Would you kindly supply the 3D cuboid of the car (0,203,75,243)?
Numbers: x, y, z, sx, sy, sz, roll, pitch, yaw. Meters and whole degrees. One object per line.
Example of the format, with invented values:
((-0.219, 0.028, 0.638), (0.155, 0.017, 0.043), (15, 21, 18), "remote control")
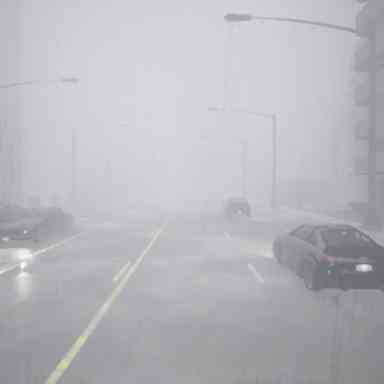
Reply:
((-7.162, 1.388, 15.443), (2.033, 1.411, 5.357), (0, 1, 0), "car")

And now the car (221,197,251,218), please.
((3.499, 1.188, 26.703), (1.837, 1.490, 4.892), (0, 1, 0), "car")

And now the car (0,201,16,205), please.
((-10.669, 1.285, 17.912), (2.128, 1.511, 4.902), (0, 1, 0), "car")

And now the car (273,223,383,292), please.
((3.563, 1.522, 8.906), (1.994, 1.385, 4.181), (0, 1, 0), "car")
